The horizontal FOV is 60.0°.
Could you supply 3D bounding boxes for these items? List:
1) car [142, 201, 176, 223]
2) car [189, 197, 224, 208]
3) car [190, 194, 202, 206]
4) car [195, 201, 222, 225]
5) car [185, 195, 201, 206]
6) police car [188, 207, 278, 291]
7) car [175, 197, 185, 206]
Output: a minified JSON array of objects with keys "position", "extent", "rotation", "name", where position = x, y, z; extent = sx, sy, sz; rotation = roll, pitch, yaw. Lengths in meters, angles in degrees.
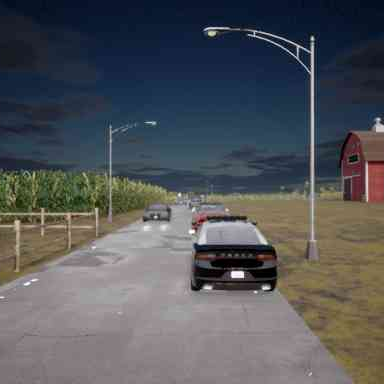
[{"position":[-2.550,1.587,25.458],"extent":[1.994,1.385,4.181],"rotation":[0,0,1],"name":"car"},{"position":[1.047,1.367,19.014],"extent":[2.097,1.767,4.553],"rotation":[0,0,1],"name":"car"},{"position":[0.716,1.486,60.644],"extent":[2.150,2.045,5.566],"rotation":[0,-1,1],"name":"car"},{"position":[1.119,1.529,25.046],"extent":[1.837,1.490,4.892],"rotation":[0,0,1],"name":"car"},{"position":[0.559,1.601,46.486],"extent":[2.128,1.511,4.902],"rotation":[0,0,1],"name":"car"},{"position":[0.931,1.431,9.153],"extent":[1.930,1.638,5.238],"rotation":[0,0,1],"name":"police car"},{"position":[-2.037,1.612,60.320],"extent":[2.097,1.767,4.553],"rotation":[0,-1,1],"name":"car"}]
